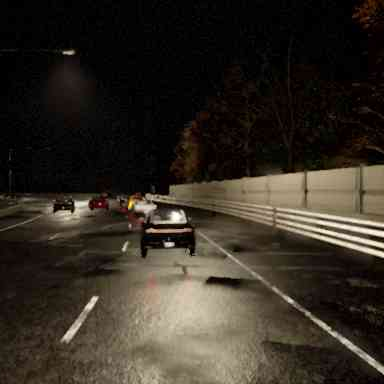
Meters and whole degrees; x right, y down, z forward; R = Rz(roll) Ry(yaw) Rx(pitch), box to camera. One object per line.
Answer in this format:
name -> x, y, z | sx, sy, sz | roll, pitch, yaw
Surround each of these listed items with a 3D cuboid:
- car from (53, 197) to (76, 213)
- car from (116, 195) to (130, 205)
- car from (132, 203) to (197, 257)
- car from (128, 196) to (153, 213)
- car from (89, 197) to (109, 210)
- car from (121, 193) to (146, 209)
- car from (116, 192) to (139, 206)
car -> -12.536, 1.233, 32.837 | 2.128, 1.511, 4.902 | 0, 1, -18
car -> -10.415, 1.172, 49.914 | 1.895, 1.301, 4.718 | 0, 1, -13
car -> -0.984, 1.376, 12.554 | 2.128, 1.511, 4.902 | 0, 1, -7
car -> -4.362, 1.338, 29.633 | 1.895, 1.301, 4.718 | 0, 1, -15
car -> -10.688, 1.249, 38.009 | 1.994, 1.385, 4.181 | 0, 1, -20
car -> -6.042, 1.165, 35.643 | 1.882, 1.535, 5.008 | 0, 1, -18
car -> -8.276, 1.124, 42.419 | 2.128, 1.511, 4.902 | 0, 1, -17
